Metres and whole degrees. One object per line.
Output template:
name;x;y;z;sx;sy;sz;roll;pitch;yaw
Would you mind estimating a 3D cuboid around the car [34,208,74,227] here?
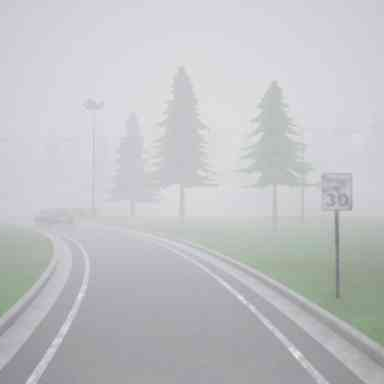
car;-11.057;1.967;26.576;1.994;1.385;4.181;0;-1;-43
